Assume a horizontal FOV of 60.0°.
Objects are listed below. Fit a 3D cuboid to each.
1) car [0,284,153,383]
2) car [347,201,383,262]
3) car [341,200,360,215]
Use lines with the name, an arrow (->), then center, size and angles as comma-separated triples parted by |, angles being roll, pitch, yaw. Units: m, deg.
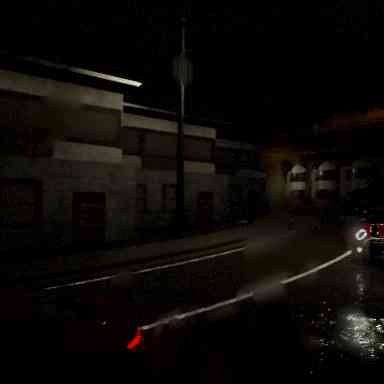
car -> -2.498, 1.551, 2.380 | 4.674, 1.442, 1.812 | 0, 0, -39
car -> 7.043, 1.320, 11.474 | 2.097, 1.767, 4.553 | 0, 0, 36
car -> 15.837, 1.535, 32.054 | 1.812, 1.442, 4.674 | 1, -1, 9
